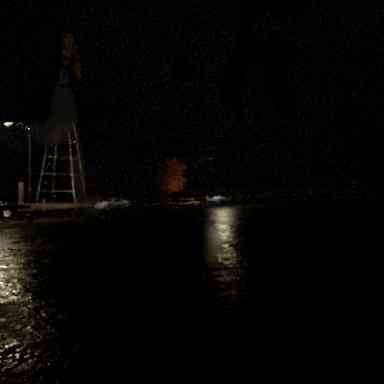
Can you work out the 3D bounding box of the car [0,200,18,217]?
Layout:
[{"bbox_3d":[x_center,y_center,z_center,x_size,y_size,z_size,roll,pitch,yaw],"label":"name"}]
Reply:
[{"bbox_3d":[-17.441,1.447,28.161,1.837,1.490,4.892,1,1,39],"label":"car"}]

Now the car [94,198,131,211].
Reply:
[{"bbox_3d":[-9.211,1.425,38.902,1.812,1.442,4.674,1,1,38],"label":"car"}]

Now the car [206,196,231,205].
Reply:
[{"bbox_3d":[4.585,1.376,56.447,2.033,1.411,5.357,1,1,39],"label":"car"}]
